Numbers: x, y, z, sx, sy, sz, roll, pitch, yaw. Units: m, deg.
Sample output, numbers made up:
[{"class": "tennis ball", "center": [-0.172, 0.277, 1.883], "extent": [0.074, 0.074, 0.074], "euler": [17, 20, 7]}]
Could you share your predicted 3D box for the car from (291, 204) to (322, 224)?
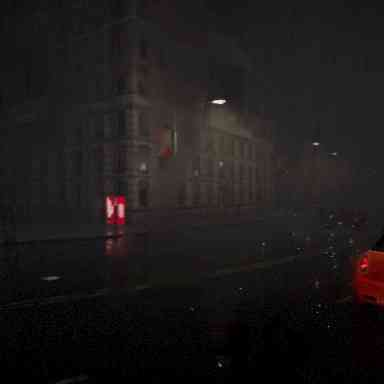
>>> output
[{"class": "car", "center": [9.627, 1.749, 27.105], "extent": [2.128, 1.511, 4.902], "euler": [-1, -1, 35]}]

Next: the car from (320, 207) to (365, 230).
[{"class": "car", "center": [10.374, 1.768, 22.250], "extent": [1.994, 1.385, 4.181], "euler": [-1, -1, 37]}]

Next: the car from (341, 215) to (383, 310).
[{"class": "car", "center": [5.333, 1.410, 6.829], "extent": [4.553, 1.767, 2.097], "euler": [0, -1, -37]}]
